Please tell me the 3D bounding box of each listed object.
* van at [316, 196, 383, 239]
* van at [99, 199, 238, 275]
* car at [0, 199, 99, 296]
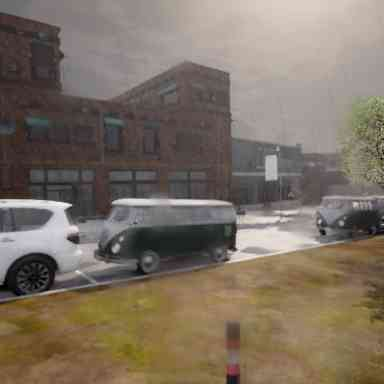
[{"bbox_3d":[8.021,1.224,17.114,4.442,1.987,1.878,2,0,-43],"label":"van"},{"bbox_3d":[-0.685,1.206,10.089,4.442,1.987,1.878,1,0,-39],"label":"van"},{"bbox_3d":[-5.149,1.181,6.871,5.566,2.045,2.435,1,0,-37],"label":"car"}]
